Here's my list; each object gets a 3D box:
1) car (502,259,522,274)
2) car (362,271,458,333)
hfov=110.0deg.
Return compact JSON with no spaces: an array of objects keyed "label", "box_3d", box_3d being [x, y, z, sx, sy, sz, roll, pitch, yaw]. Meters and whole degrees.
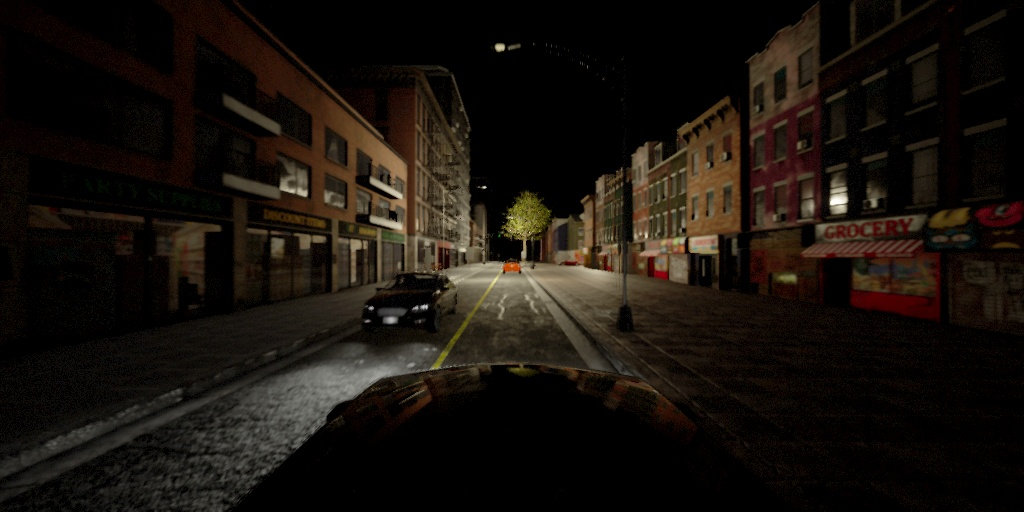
[{"label":"car","box_3d":[-0.002,1.100,40.485,2.097,1.767,4.553,0,0,0]},{"label":"car","box_3d":[-2.821,1.241,10.824,2.128,1.511,4.902,0,0,0]}]
